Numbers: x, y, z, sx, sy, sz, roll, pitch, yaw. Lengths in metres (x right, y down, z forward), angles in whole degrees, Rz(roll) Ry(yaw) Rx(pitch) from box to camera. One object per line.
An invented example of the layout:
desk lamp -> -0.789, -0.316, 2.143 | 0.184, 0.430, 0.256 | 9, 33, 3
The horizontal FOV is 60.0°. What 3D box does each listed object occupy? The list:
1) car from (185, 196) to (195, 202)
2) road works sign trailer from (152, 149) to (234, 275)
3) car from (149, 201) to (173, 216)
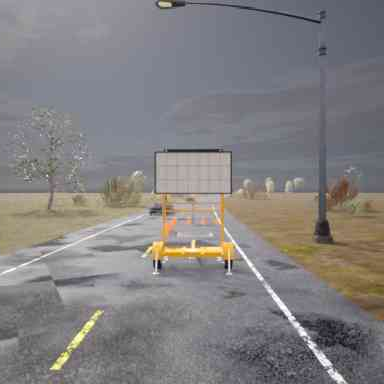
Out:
car -> -0.379, 1.584, 73.149 | 1.895, 1.301, 4.718 | 0, 0, 5
road works sign trailer -> 0.043, 0.464, 10.463 | 2.380, 3.560, 2.880 | 0, 0, 1
car -> -2.986, 1.597, 32.417 | 1.895, 1.301, 4.718 | 0, 0, 2
